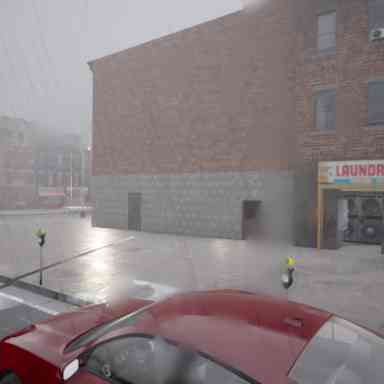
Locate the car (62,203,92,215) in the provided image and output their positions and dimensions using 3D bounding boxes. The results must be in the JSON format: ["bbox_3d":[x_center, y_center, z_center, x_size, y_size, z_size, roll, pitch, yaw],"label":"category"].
[{"bbox_3d":[-12.848,1.978,39.276,1.895,1.301,4.718,1,0,36],"label":"car"}]

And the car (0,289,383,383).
[{"bbox_3d":[0.102,1.544,2.727,4.507,1.381,1.887,0,1,36],"label":"car"}]
